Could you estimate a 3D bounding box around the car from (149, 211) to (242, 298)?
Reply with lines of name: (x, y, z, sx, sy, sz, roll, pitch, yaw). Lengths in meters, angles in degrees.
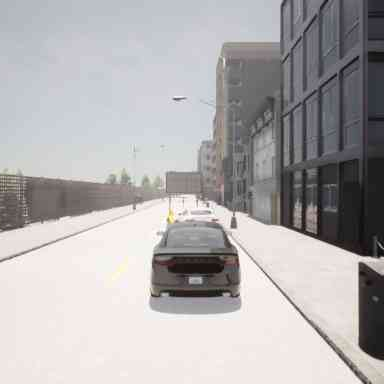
car: (0.066, 1.478, 8.596, 1.882, 1.535, 5.008, 0, 0, 0)

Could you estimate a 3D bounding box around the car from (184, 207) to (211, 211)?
car: (0.288, 1.542, 17.952, 1.812, 1.442, 4.674, 0, -1, -7)

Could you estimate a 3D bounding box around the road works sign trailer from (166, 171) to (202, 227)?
road works sign trailer: (-0.568, 0.464, 21.460, 2.380, 3.560, 2.880, 0, 0, -16)
